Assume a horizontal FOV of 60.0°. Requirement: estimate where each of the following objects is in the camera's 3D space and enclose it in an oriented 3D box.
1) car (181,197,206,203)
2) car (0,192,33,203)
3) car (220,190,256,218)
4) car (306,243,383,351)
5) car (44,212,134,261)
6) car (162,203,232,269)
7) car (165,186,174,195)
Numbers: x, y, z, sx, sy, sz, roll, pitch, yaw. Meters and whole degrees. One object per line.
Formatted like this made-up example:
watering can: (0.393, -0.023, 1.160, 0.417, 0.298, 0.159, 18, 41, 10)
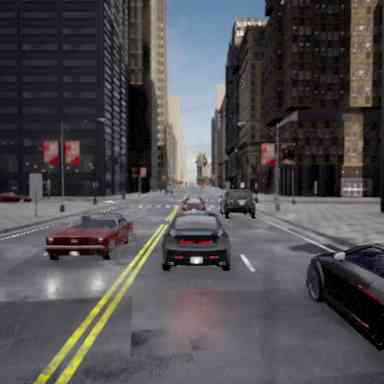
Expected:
car: (0.135, 1.108, 26.454, 1.812, 1.442, 4.674, 0, 1, 0)
car: (-22.725, 0.743, 42.405, 4.507, 1.381, 1.887, 0, 1, 0)
car: (3.383, 0.823, 25.238, 2.150, 2.045, 5.566, 0, 1, 0)
car: (3.357, 1.479, 5.247, 1.994, 1.385, 4.181, 0, 1, 0)
car: (-3.334, 1.416, 11.668, 1.895, 1.301, 4.718, 0, 1, 0)
car: (0.115, 1.341, 10.451, 1.837, 1.490, 4.892, 0, 1, 0)
car: (-6.381, -0.352, 92.501, 2.150, 2.045, 5.566, 0, 1, 0)
